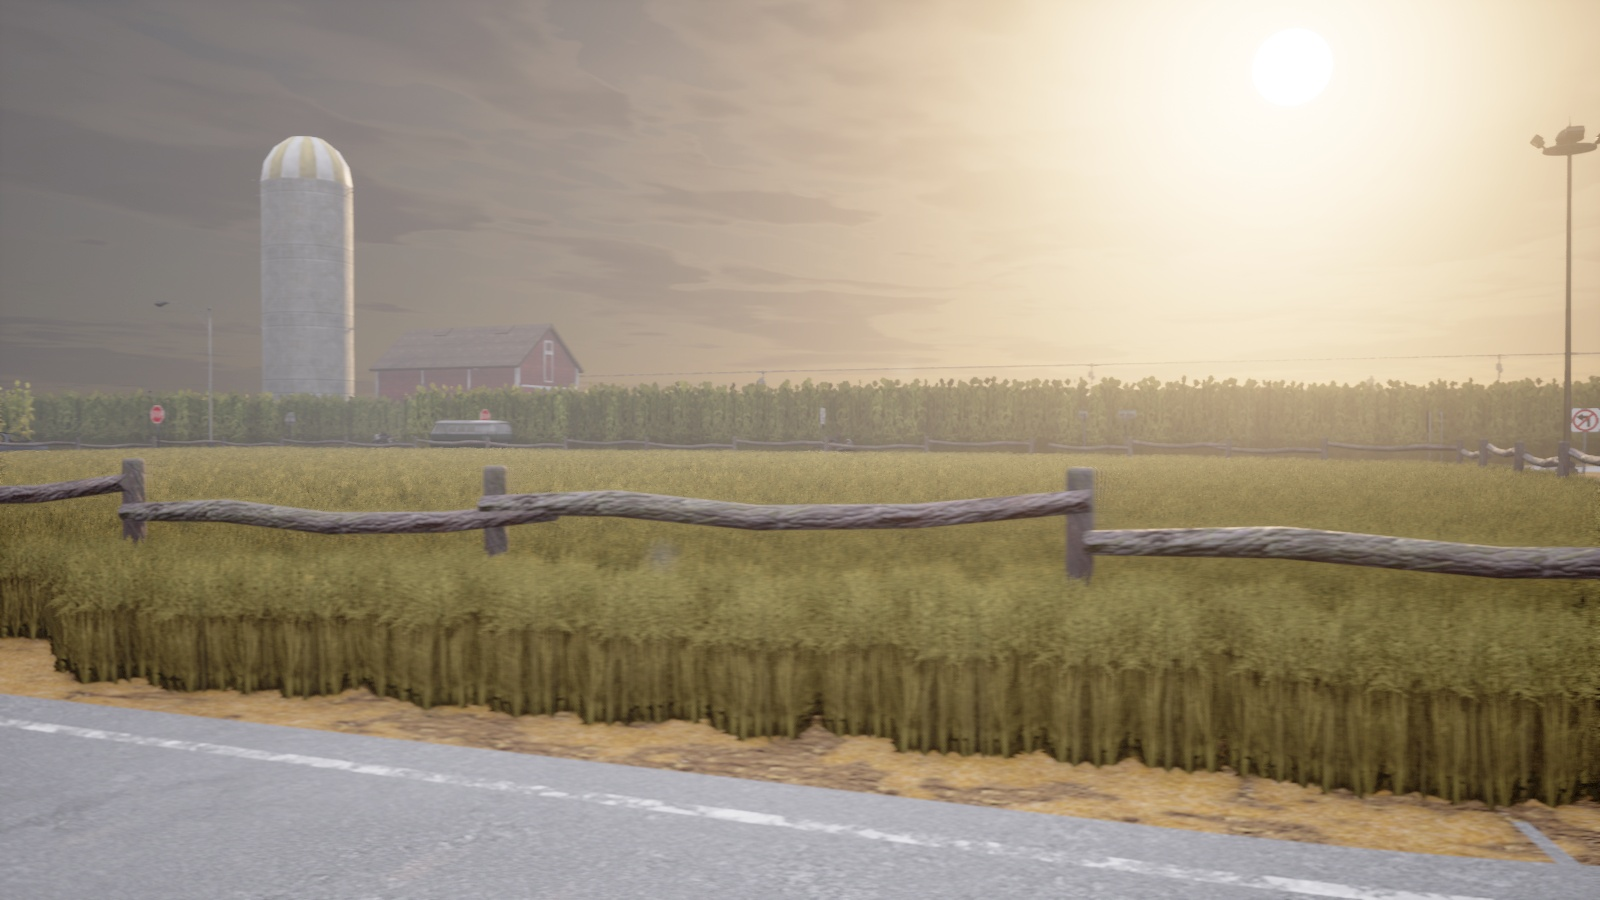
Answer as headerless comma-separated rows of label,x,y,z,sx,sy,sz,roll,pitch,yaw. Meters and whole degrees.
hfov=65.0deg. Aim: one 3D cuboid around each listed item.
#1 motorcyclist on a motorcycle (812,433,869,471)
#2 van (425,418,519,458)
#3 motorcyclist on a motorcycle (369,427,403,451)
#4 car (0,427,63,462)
motorcyclist on a motorcycle,1.678,0.085,52.190,2.191,1.530,0.866,1,1,23
van,-16.535,-0.619,63.353,4.442,1.987,1.775,1,1,23
motorcyclist on a motorcycle,-26.993,-0.700,81.979,0.866,1.530,2.191,1,0,23
car,-34.861,-0.263,55.440,1.845,1.501,3.633,1,1,23
